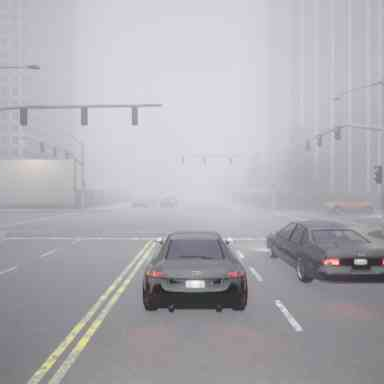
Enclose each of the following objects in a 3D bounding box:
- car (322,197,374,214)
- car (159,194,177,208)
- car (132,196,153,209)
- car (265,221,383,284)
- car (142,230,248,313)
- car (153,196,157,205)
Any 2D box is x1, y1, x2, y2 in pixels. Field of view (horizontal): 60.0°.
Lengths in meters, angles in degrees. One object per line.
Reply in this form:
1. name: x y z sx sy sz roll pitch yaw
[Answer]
1. car: 15.484 1.284 33.248 4.553 1.767 2.097 0 0 0
2. car: -3.613 1.487 48.897 1.837 1.490 4.892 0 0 0
3. car: -7.115 1.530 46.542 2.033 1.411 5.357 0 0 0
4. car: 3.579 1.544 9.639 2.033 1.411 5.357 0 0 -1
5. car: 0.059 1.561 7.754 1.994 1.385 4.181 0 0 0
6. car: -7.103 1.484 56.529 1.837 1.490 4.892 0 0 0
